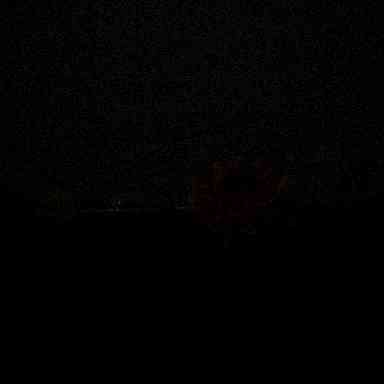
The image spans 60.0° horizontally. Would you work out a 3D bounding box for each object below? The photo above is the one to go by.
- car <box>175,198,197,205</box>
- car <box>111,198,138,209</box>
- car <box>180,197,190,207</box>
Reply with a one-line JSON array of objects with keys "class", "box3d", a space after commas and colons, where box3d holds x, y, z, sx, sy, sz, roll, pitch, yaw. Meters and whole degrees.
[{"class": "car", "box3d": [-1.140, 1.855, 66.109, 1.837, 1.490, 4.892, -1, -1, 36]}, {"class": "car", "box3d": [-10.725, 1.813, 52.928, 2.097, 1.767, 4.553, -1, -1, 36]}, {"class": "car", "box3d": [0.138, 2.052, 61.812, 1.837, 1.490, 4.892, -1, -1, 36]}]
